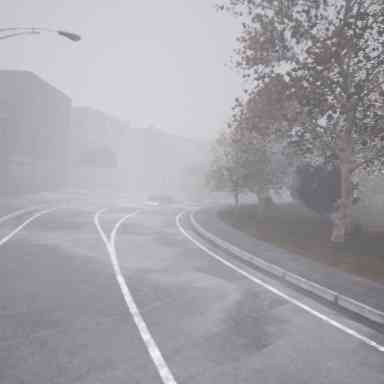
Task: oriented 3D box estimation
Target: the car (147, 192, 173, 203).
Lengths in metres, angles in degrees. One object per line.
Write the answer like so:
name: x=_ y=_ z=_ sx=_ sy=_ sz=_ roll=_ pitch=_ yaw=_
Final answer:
car: x=-4.366 y=0.722 z=45.993 sx=1.994 sy=1.385 sz=4.181 roll=4 pitch=1 yaw=28
